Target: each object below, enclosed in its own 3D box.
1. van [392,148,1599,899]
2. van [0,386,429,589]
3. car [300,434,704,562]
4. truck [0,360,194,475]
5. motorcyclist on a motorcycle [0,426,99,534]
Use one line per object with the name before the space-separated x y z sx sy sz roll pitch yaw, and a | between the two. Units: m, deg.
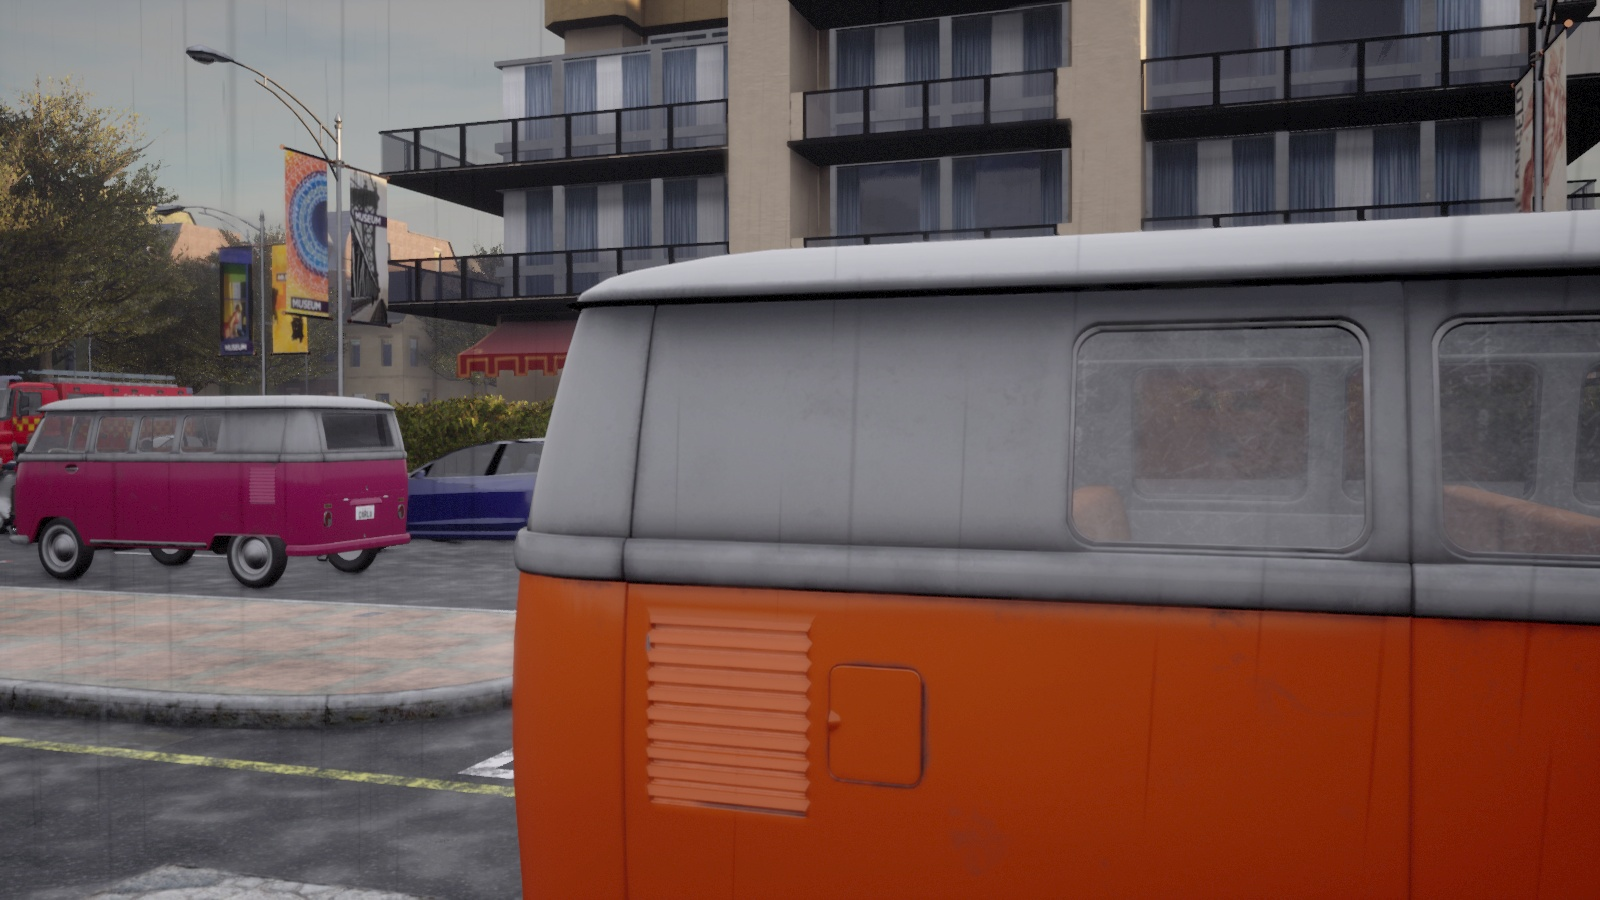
van | 1.567 0.539 2.662 4.442 1.987 1.775 1 1 19
van | -6.511 0.338 13.821 4.442 1.987 1.775 1 1 19
car | -3.906 0.549 16.640 4.792 1.488 2.163 1 1 19
truck | -26.770 -1.165 46.298 2.891 3.827 8.468 0 1 18
motorcyclist on a motorcycle | -11.841 0.433 19.294 1.817 1.590 0.866 0 1 19
